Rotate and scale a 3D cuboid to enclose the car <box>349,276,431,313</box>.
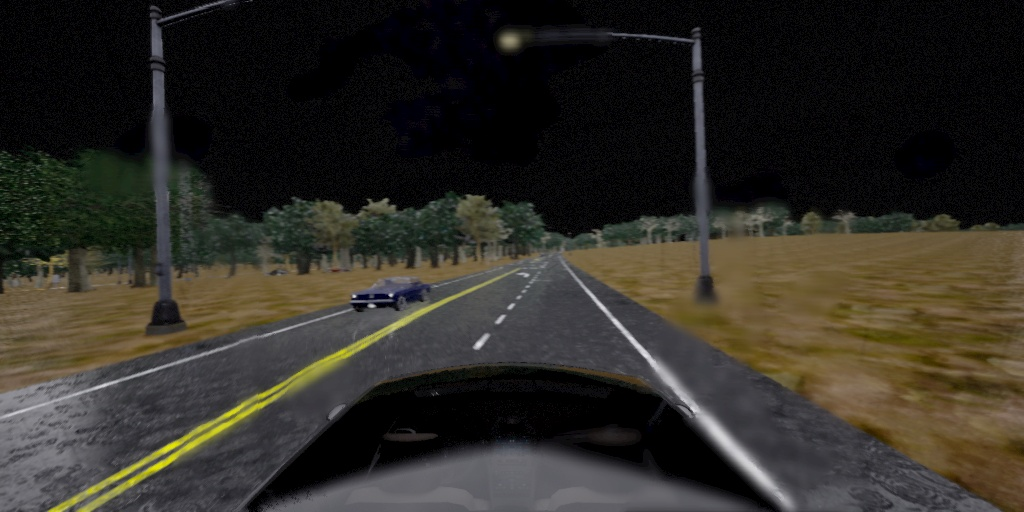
[{"bbox_3d":[-5.116,1.584,15.700,1.895,1.301,4.718,-2,0,4],"label":"car"}]
